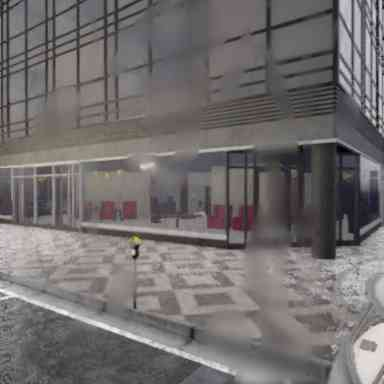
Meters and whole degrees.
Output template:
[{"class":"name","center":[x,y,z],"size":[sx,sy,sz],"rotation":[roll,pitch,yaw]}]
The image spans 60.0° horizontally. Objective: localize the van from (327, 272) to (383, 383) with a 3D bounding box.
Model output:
[{"class":"van","center":[2.547,1.332,1.166],"size":[3.998,1.788,1.690],"rotation":[0,0,35]}]
